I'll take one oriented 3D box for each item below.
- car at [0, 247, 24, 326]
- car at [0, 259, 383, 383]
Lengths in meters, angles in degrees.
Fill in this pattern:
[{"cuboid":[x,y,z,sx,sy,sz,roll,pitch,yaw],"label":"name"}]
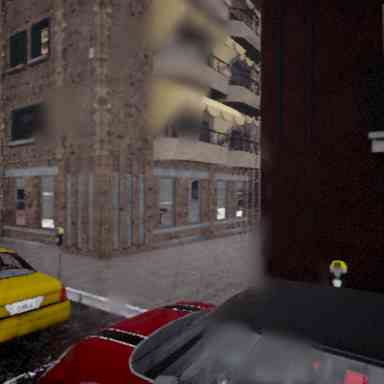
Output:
[{"cuboid":[-4.122,1.484,5.823,4.829,1.417,1.752,0,0,36],"label":"car"},{"cuboid":[0.641,1.435,2.420,4.097,1.590,1.967,0,0,36],"label":"car"}]
